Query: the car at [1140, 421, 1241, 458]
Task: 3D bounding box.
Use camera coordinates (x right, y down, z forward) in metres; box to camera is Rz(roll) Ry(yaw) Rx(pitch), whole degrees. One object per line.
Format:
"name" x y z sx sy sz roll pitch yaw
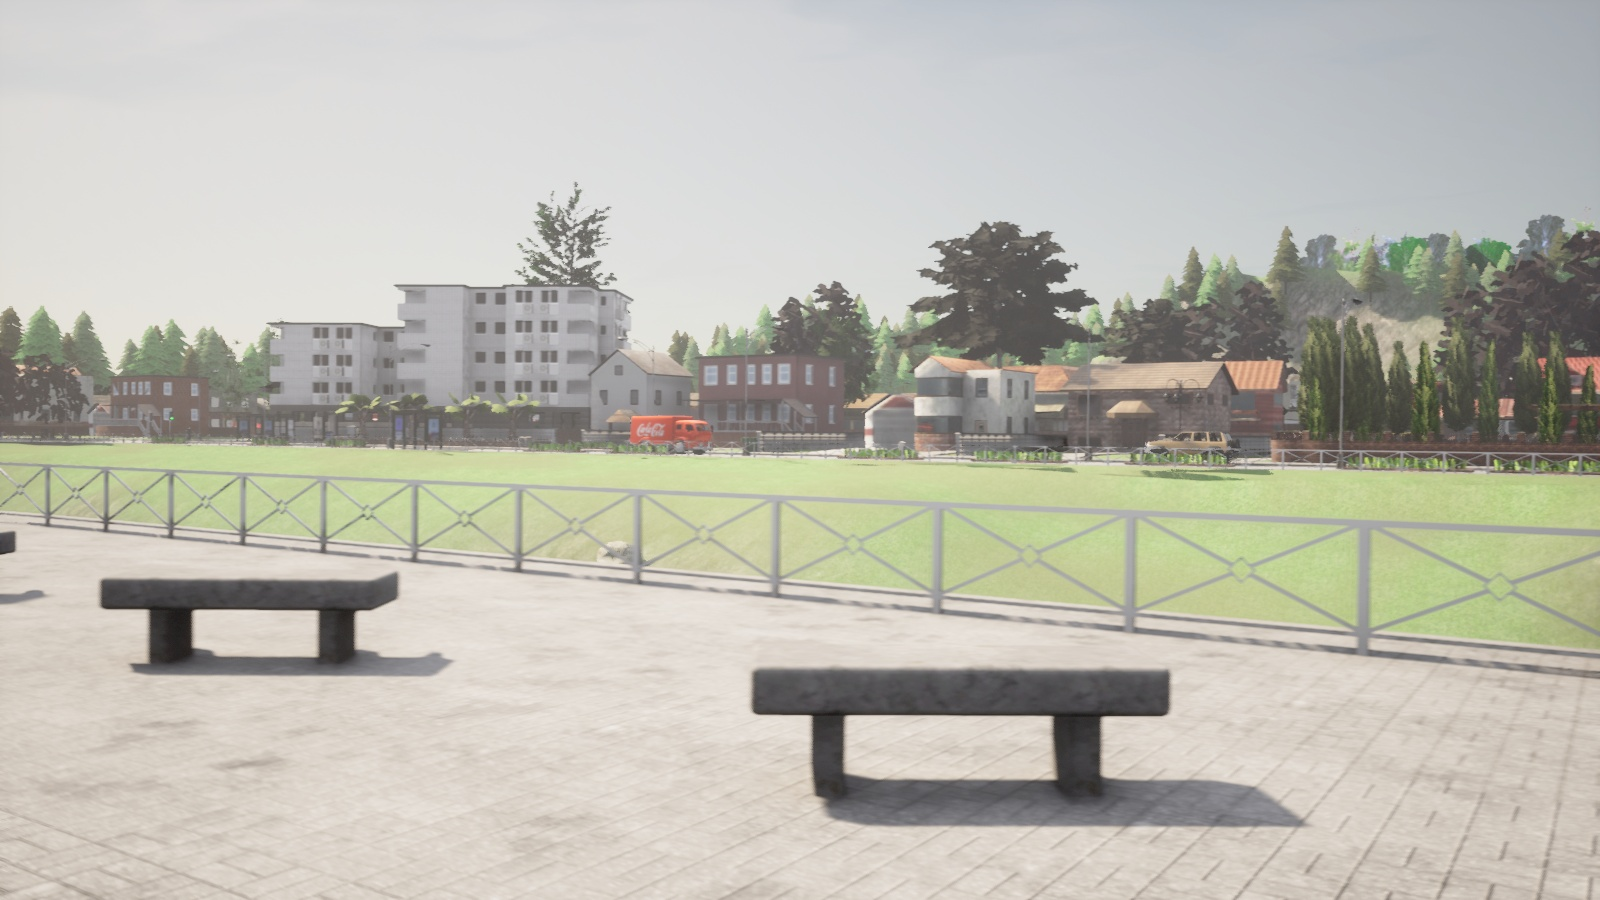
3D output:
"car" 20.145 -0.520 64.887 4.605 1.855 1.932 0 1 34

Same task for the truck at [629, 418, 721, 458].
"truck" -7.853 -0.758 78.687 5.204 2.467 2.627 0 1 34
